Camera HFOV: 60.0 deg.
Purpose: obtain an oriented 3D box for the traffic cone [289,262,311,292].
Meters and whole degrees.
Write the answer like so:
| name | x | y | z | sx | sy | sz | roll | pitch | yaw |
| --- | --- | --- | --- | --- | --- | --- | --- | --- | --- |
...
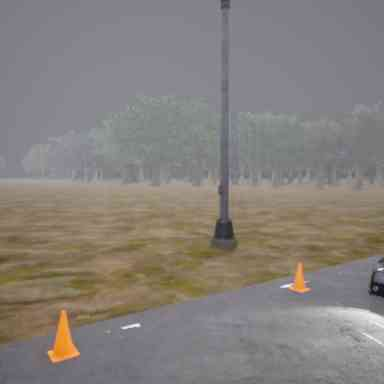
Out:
| name | x | y | z | sx | sy | sz | roll | pitch | yaw |
| --- | --- | --- | --- | --- | --- | --- | --- | --- | --- |
| traffic cone | 2.381 | 1.853 | 7.338 | 0.340 | 0.580 | 0.340 | 0 | 1 | -35 |

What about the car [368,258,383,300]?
| name | x | y | z | sx | sy | sz | roll | pitch | yaw |
| --- | --- | --- | --- | --- | --- | --- | --- | --- | --- |
| car | 5.442 | 1.481 | 6.747 | 4.181 | 1.385 | 1.994 | 0 | 1 | -35 |

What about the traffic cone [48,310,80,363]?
| name | x | y | z | sx | sy | sz | roll | pitch | yaw |
| --- | --- | --- | --- | --- | --- | --- | --- | --- | --- |
| traffic cone | -1.718 | 1.886 | 4.467 | 0.340 | 0.580 | 0.340 | 0 | 1 | -35 |
